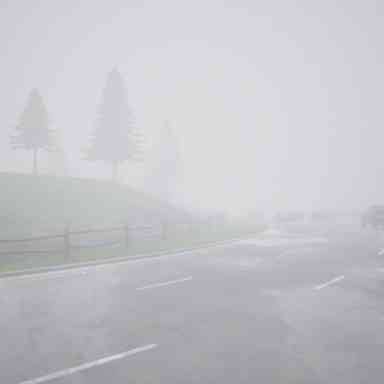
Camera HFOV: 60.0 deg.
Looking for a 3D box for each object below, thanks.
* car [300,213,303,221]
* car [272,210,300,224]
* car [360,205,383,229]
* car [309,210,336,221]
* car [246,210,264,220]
[{"bbox_3d":[14.259,3.318,48.042,1.882,1.535,5.008,-1,-2,-6],"label":"car"},{"bbox_3d":[11.196,3.100,40.573,1.812,1.442,4.674,-1,-3,-1],"label":"car"},{"bbox_3d":[17.044,2.219,30.124,2.150,2.045,5.566,-2,-2,12],"label":"car"},{"bbox_3d":[17.926,3.167,45.948,2.128,1.511,4.902,-1,-2,-5],"label":"car"},{"bbox_3d":[10.112,3.652,53.412,2.128,1.511,4.902,-1,-2,-7],"label":"car"}]
